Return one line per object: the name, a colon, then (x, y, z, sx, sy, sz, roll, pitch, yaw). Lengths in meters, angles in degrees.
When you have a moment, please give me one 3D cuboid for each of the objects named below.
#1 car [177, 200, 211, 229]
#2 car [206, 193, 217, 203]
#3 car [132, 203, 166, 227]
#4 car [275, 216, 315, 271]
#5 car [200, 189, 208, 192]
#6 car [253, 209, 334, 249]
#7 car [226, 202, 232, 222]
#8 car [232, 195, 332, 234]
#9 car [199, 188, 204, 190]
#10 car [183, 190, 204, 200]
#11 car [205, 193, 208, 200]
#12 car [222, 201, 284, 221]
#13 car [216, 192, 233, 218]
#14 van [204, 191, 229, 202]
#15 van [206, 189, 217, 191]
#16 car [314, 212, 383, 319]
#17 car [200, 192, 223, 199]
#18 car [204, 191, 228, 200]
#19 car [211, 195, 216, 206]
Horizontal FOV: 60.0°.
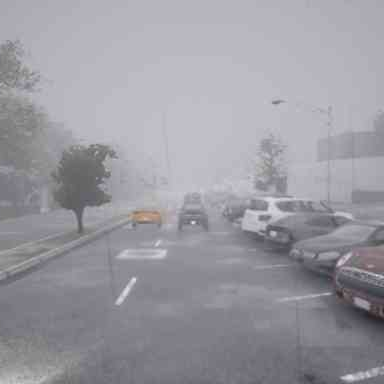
car: (0.072, 1.532, 21.955, 1.837, 1.490, 4.892, 0, 0, 0)
car: (4.982, 1.312, 48.625, 4.792, 1.488, 2.163, 1, 1, -20)
car: (-2.931, 1.499, 23.327, 1.882, 1.535, 5.008, 0, 0, 0)
car: (5.061, 1.572, 9.598, 4.674, 1.452, 2.002, 1, 0, -20)
car: (4.967, 0.884, 63.556, 5.566, 2.045, 2.435, 1, 1, -20)
car: (5.080, 1.563, 12.623, 4.792, 1.488, 2.163, 1, 0, -20)
car: (4.875, 1.523, 18.549, 5.366, 1.575, 1.946, 1, 1, -20)
car: (5.079, 1.282, 15.622, 5.566, 2.045, 2.435, 1, 0, -20)
car: (5.010, 0.824, 69.552, 5.566, 2.045, 2.435, 1, 0, -20)
car: (0.047, 1.083, 41.277, 2.150, 2.045, 5.566, 0, 0, 0)
car: (4.999, 1.293, 51.644, 4.674, 1.452, 2.002, 1, 0, -20)
car: (5.039, 1.522, 27.623, 4.674, 1.452, 2.002, 1, 1, -20)
car: (5.016, 1.254, 24.602, 5.566, 2.045, 2.435, 1, 1, -20)
van: (4.879, 0.879, 66.509, 4.442, 1.987, 1.878, 1, 1, -20)
van: (5.107, 0.969, 57.648, 4.442, 1.987, 1.878, 1, 0, -20)
car: (5.094, 1.394, 6.609, 4.553, 1.767, 2.185, 1, 0, -20)
car: (4.793, 0.909, 81.409, 5.366, 1.575, 1.946, 0, 1, -20)
car: (4.972, 1.098, 54.614, 4.553, 1.767, 2.185, 1, 0, -20)
car: (4.998, 1.431, 36.620, 4.792, 1.488, 2.163, 1, 1, -20)
